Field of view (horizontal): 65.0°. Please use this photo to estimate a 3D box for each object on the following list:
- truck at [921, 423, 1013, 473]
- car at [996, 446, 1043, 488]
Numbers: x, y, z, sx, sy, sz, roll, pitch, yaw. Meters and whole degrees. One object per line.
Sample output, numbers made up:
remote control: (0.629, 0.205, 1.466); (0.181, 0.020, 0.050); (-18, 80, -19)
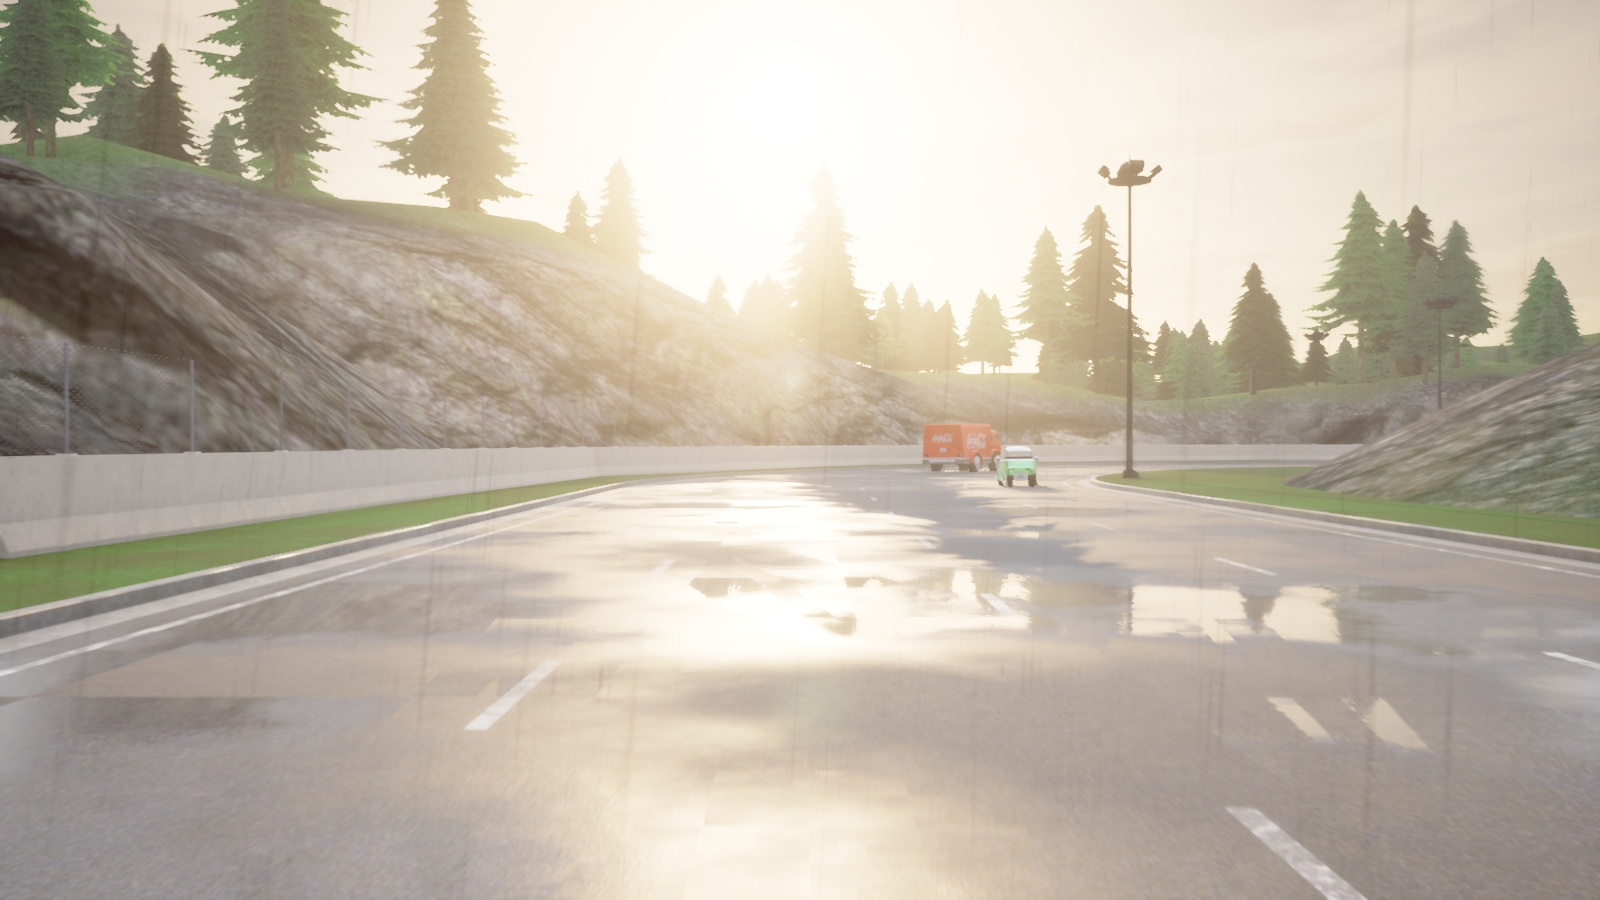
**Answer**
truck: (8.732, -0.101, 65.268); (2.627, 2.467, 5.204); (0, 0, 35)
car: (7.568, 0.562, 43.426); (1.481, 1.376, 2.207); (0, 1, 7)
